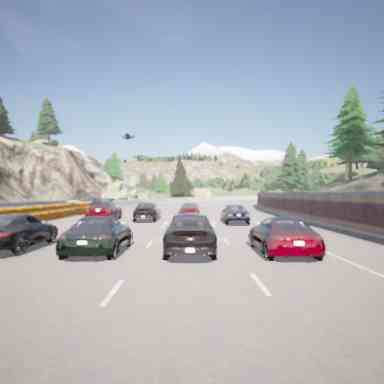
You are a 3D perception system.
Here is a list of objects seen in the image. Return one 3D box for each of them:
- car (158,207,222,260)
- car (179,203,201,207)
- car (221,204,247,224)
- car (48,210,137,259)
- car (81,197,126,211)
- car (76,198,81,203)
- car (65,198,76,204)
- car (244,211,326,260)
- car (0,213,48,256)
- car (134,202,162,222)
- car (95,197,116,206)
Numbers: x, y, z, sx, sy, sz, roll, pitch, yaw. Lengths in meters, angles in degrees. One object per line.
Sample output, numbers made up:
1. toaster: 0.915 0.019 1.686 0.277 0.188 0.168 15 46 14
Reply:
1. car: -0.067 1.561 12.750 1.837 1.490 4.892 0 0 0
2. car: -0.174 1.647 28.416 1.812 1.442 4.674 0 0 1
3. car: 3.278 1.657 25.597 2.033 1.411 5.357 0 0 0
4. car: -3.564 1.621 12.781 1.994 1.385 4.181 0 0 0
5. car: -7.184 1.471 27.553 2.097 1.767 4.553 0 0 1
6. car: -20.251 1.826 66.071 2.033 1.411 5.357 0 0 12
7. car: -23.583 1.886 67.198 1.895 1.301 4.718 0 0 12
8. car: 3.434 1.619 12.657 1.994 1.385 4.181 0 0 0
9. car: -7.069 1.584 13.335 1.812 1.442 4.674 0 0 0
10. car: -3.686 1.626 27.701 1.837 1.490 4.892 0 0 1
11. car: -16.883 1.790 65.124 2.128 1.511 4.902 0 0 12
